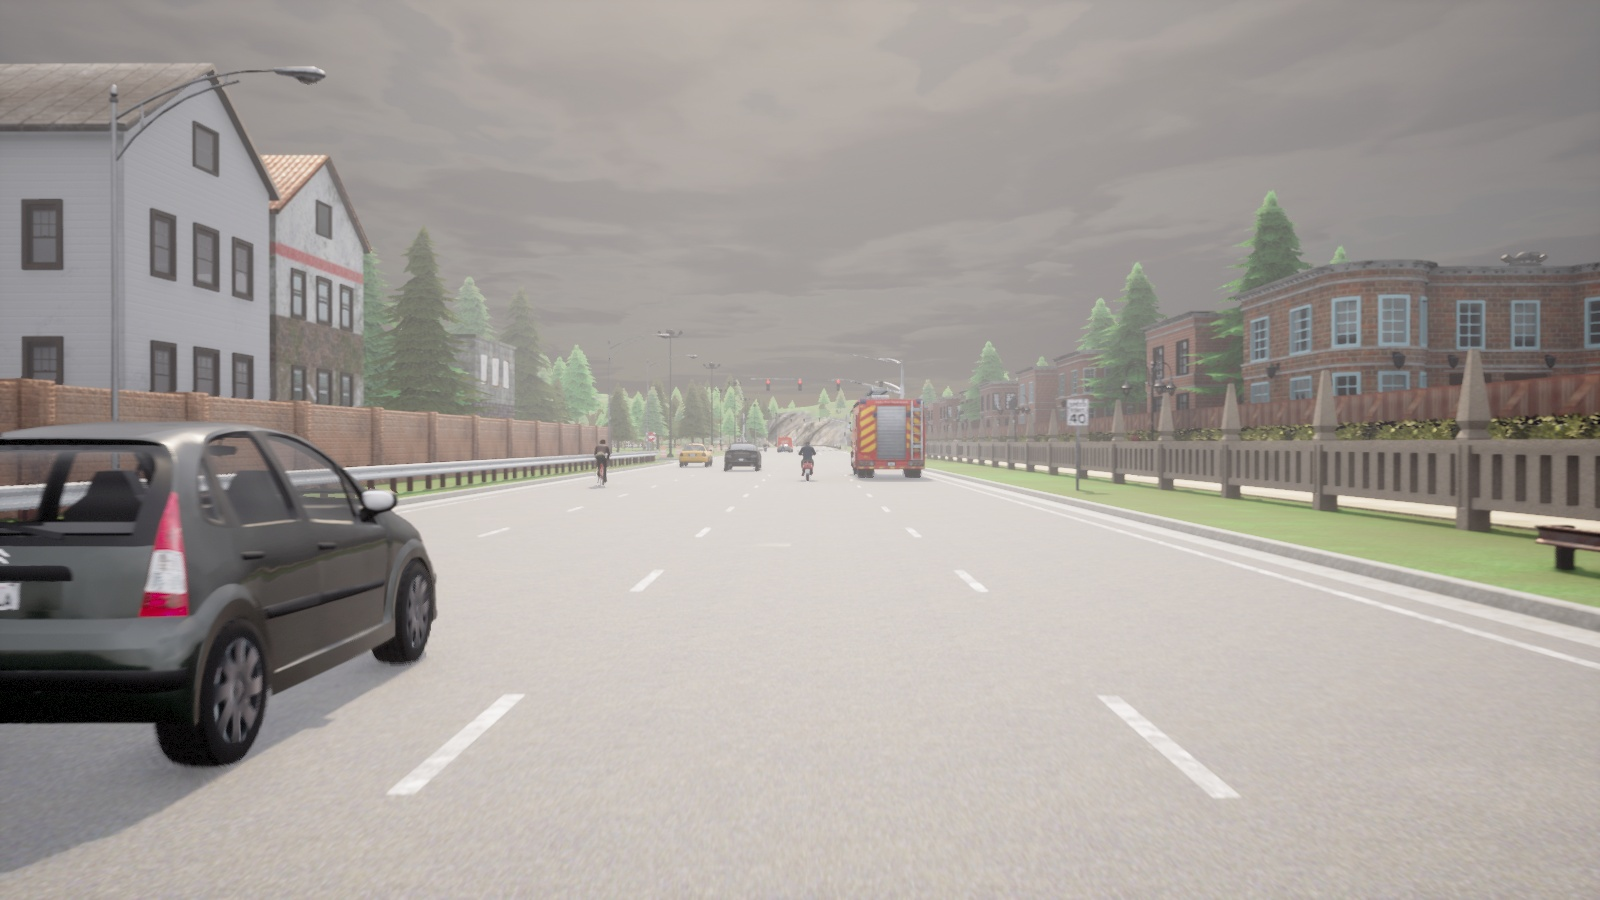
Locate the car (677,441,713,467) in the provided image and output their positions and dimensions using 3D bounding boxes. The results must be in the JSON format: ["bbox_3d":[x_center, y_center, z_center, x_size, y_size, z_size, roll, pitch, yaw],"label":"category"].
[{"bbox_3d":[-6.536,0.238,78.824,1.801,1.575,5.366,0,1,0],"label":"car"}]

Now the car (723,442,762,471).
[{"bbox_3d":[-3.093,0.334,68.717,1.882,1.535,5.008,0,0,0],"label":"car"}]

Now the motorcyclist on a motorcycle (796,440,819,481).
[{"bbox_3d":[0.301,0.417,50.156,0.866,1.590,1.817,0,0,0],"label":"motorcyclist on a motorcycle"}]

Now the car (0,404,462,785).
[{"bbox_3d":[-3.443,0.600,7.326,1.851,1.617,3.988,0,0,0],"label":"car"}]

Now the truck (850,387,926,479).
[{"bbox_3d":[3.840,-0.735,56.799,2.891,3.827,8.468,0,0,0],"label":"truck"}]
